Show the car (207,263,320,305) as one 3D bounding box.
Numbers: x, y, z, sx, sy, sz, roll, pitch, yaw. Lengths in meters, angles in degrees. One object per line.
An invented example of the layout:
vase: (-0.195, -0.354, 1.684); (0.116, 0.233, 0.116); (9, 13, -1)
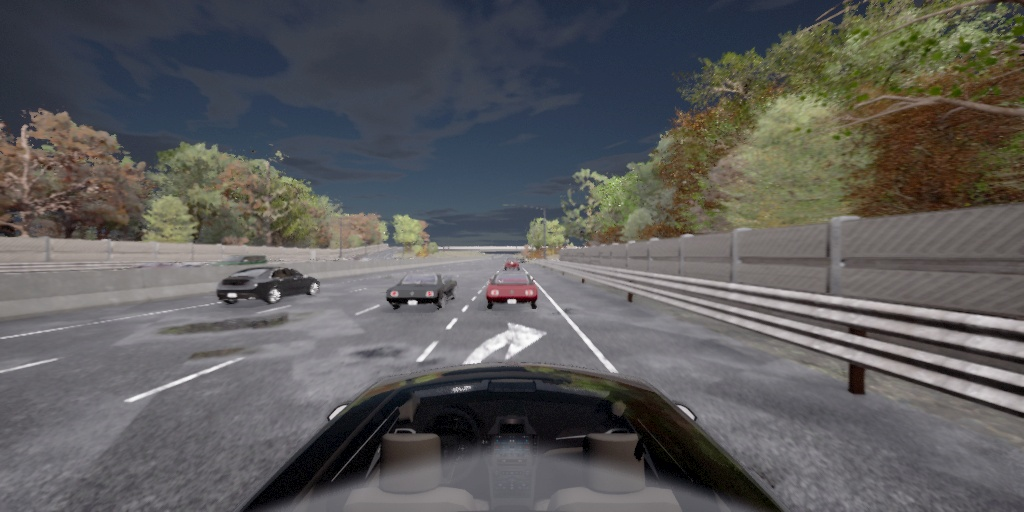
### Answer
car: (-10.400, 1.216, 15.747); (1.837, 1.490, 4.892); (0, 0, 0)

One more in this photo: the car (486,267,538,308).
car: (0.000, 1.316, 14.833); (1.895, 1.301, 4.718); (0, 0, 0)

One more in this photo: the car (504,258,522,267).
car: (-0.002, 1.025, 51.378); (2.097, 1.767, 4.553); (0, 0, 0)

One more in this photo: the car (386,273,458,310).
car: (-3.398, 1.316, 14.498); (1.895, 1.301, 4.718); (0, 0, 0)

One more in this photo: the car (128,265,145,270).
car: (-31.573, 1.244, 31.891); (1.994, 1.385, 4.181); (0, 0, 0)

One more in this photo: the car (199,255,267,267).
car: (-24.571, 0.904, 32.456); (2.150, 2.045, 5.566); (0, 0, 0)

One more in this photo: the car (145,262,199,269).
car: (-28.080, 1.282, 30.925); (1.895, 1.301, 4.718); (0, 0, 0)

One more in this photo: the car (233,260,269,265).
car: (-21.084, 1.283, 30.924); (1.895, 1.301, 4.718); (0, 0, 0)
